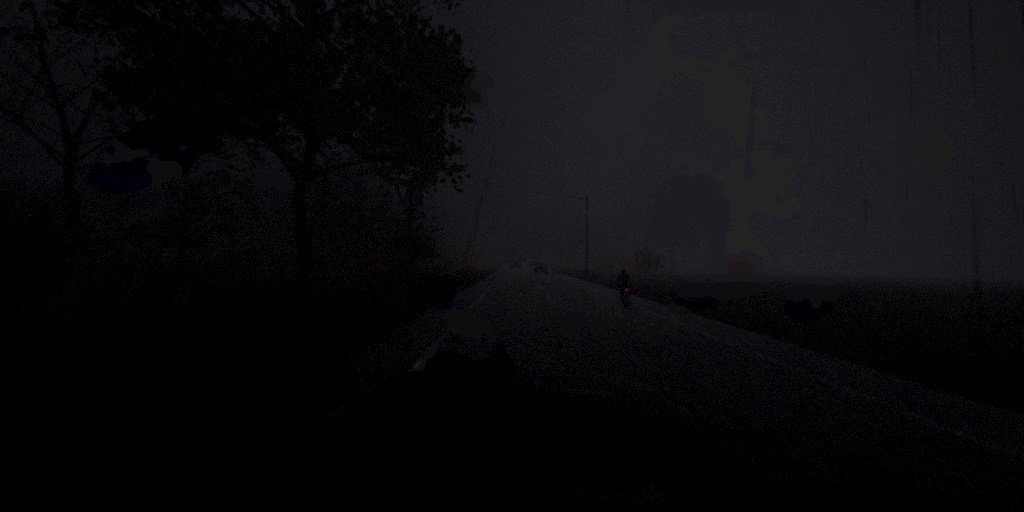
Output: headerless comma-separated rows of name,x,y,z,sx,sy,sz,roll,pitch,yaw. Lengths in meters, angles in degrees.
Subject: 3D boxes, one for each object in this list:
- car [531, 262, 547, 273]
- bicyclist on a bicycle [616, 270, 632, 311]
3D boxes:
car,4.199,1.793,53.170,1.837,1.490,4.892,1,0,1
bicyclist on a bicycle,4.592,1.383,14.684,0.582,1.620,1.656,1,-1,1
